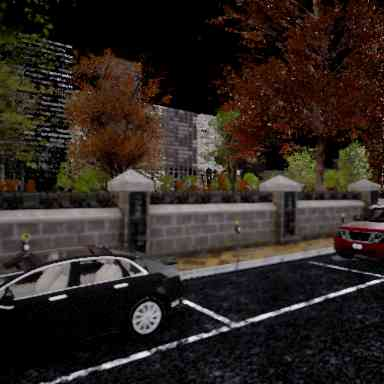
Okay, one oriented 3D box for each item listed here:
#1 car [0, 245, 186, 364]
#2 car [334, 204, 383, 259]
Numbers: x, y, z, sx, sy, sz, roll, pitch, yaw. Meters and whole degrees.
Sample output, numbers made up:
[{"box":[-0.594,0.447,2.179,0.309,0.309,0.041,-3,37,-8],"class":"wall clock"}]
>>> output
[{"box":[-2.165,1.554,5.011,4.403,1.369,2.008,0,0,-35],"class":"car"},{"box":[7.090,1.352,11.611,5.009,1.841,2.192,0,0,-35],"class":"car"}]
